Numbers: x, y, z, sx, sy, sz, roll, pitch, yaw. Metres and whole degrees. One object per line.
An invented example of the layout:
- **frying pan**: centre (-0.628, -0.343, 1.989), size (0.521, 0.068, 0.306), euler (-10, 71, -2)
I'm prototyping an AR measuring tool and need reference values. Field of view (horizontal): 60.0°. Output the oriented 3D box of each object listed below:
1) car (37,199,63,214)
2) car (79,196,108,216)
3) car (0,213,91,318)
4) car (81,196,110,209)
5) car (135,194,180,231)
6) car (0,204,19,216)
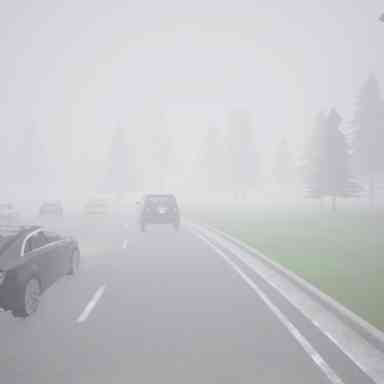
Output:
- **car**: centre (-12.346, 1.393, 29.050), size (2.128, 1.511, 4.902), euler (0, 0, -24)
- **car**: centre (-9.007, 1.351, 30.125), size (1.882, 1.535, 5.008), euler (0, 0, -24)
- **car**: centre (-3.869, 1.471, 7.266), size (2.128, 1.511, 4.902), euler (0, 0, -5)
- **car**: centre (-12.457, 1.323, 42.718), size (1.837, 1.490, 4.892), euler (1, 0, -39)
- **car**: centre (-2.128, 1.109, 19.957), size (2.150, 2.045, 5.566), euler (0, 0, -12)
- **car**: centre (-14.438, 1.540, 25.316), size (1.895, 1.301, 4.718), euler (0, 0, -20)
